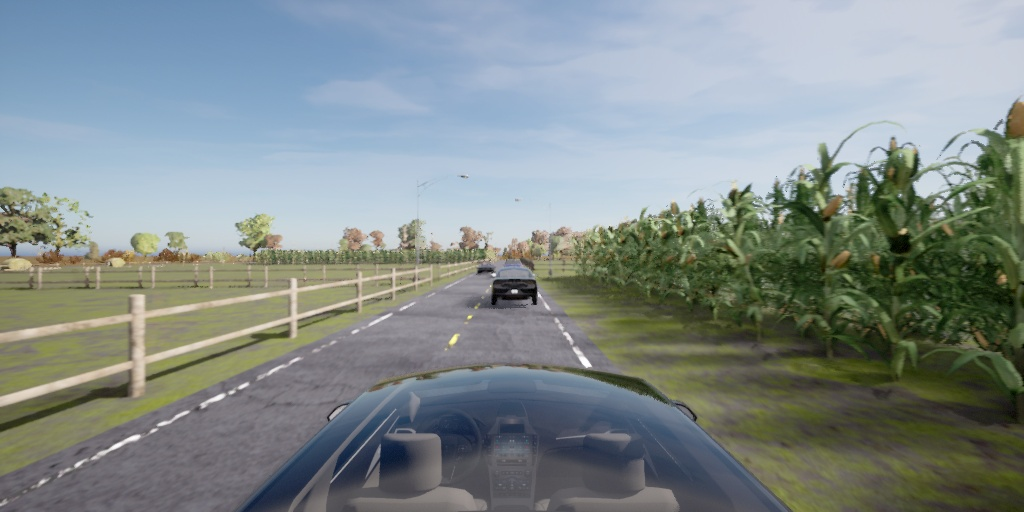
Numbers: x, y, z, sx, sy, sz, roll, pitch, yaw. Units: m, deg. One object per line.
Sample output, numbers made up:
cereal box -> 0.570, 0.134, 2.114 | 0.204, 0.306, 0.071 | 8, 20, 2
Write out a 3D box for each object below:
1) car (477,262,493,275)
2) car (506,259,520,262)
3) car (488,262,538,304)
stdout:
car -> -2.751, 1.335, 39.388 | 1.895, 1.301, 4.718 | 0, 0, 0
car -> 0.101, 1.087, 34.594 | 2.097, 1.767, 4.553 | 0, 0, 0
car -> 0.101, 1.221, 16.275 | 1.882, 1.535, 5.008 | 0, 0, 0
